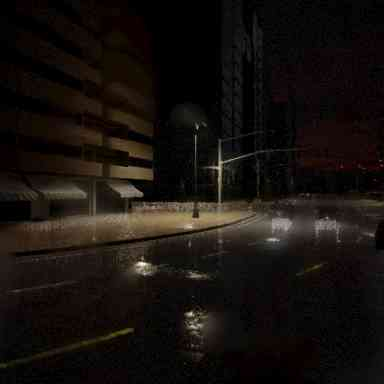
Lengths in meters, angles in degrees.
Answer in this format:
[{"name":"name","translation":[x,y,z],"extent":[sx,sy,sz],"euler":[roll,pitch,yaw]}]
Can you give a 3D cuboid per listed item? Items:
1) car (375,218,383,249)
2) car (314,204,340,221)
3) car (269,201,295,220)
[{"name":"car","translation":[8.799,1.570,13.821],"extent":[1.994,1.385,4.181],"euler":[0,0,32]},{"name":"car","translation":[11.039,1.653,27.287],"extent":[1.895,1.301,4.718],"euler":[0,0,21]},{"name":"car","translation":[7.776,1.518,28.553],"extent":[2.128,1.511,4.902],"euler":[0,0,21]}]
